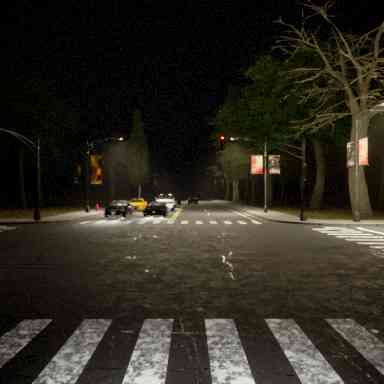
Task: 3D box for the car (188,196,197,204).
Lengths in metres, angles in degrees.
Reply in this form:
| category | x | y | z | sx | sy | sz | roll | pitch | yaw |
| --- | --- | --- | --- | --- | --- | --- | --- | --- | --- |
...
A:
| category | x | y | z | sx | sy | sz | roll | pitch | yaw |
| --- | --- | --- | --- | --- | --- | --- | --- | --- | --- |
| car | 0.135 | 1.740 | 72.650 | 1.882 | 1.535 | 5.008 | 0 | 0 | 0 |

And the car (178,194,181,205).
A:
| category | x | y | z | sx | sy | sz | roll | pitch | yaw |
| --- | --- | --- | --- | --- | --- | --- | --- | --- | --- |
| car | -3.221 | 1.404 | 62.425 | 2.150 | 2.045 | 5.566 | 0 | 0 | 1 |

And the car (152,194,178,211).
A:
| category | x | y | z | sx | sy | sz | roll | pitch | yaw |
| --- | --- | --- | --- | --- | --- | --- | --- | --- | --- |
| car | -3.292 | 1.267 | 41.398 | 2.150 | 2.045 | 5.566 | 0 | 0 | 0 |

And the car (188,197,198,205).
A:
| category | x | y | z | sx | sy | sz | roll | pitch | yaw |
| --- | --- | --- | --- | --- | --- | --- | --- | --- | --- |
| car | 0.174 | 1.673 | 62.283 | 2.128 | 1.511 | 4.902 | 0 | 0 | 0 |

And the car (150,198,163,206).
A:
| category | x | y | z | sx | sy | sz | roll | pitch | yaw |
| --- | --- | --- | --- | --- | --- | --- | --- | --- | --- |
| car | -6.484 | 1.774 | 61.168 | 1.895 | 1.301 | 4.718 | 0 | 0 | 0 |

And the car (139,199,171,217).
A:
| category | x | y | z | sx | sy | sz | roll | pitch | yaw |
| --- | --- | --- | --- | --- | --- | --- | --- | --- | --- |
| car | -3.303 | 1.581 | 30.800 | 1.994 | 1.385 | 4.181 | 0 | 0 | 0 |

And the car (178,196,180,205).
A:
| category | x | y | z | sx | sy | sz | roll | pitch | yaw |
| --- | --- | --- | --- | --- | --- | --- | --- | --- | --- |
| car | -3.280 | 1.702 | 51.812 | 1.895 | 1.301 | 4.718 | 0 | 0 | 0 |

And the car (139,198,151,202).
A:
| category | x | y | z | sx | sy | sz | roll | pitch | yaw |
| --- | --- | --- | --- | --- | --- | --- | --- | --- | --- |
| car | -6.543 | 1.517 | 40.243 | 1.882 | 1.535 | 5.008 | 0 | 0 | 0 |

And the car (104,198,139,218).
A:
| category | x | y | z | sx | sy | sz | roll | pitch | yaw |
| --- | --- | --- | --- | --- | --- | --- | --- | --- | --- |
| car | -6.559 | 1.509 | 30.136 | 2.128 | 1.511 | 4.902 | 0 | 0 | 0 |
